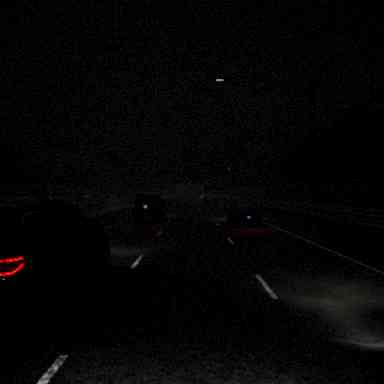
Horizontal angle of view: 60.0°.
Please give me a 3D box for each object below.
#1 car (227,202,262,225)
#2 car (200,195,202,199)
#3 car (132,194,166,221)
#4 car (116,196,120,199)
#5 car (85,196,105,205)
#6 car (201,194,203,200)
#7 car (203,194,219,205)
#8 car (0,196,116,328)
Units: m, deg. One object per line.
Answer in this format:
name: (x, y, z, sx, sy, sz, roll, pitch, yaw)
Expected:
car: (3.596, 1.438, 23.481, 1.882, 1.535, 5.008, 0, 0, 0)
car: (3.486, 1.419, 79.388, 1.837, 1.490, 4.892, 0, 0, 0)
car: (-3.405, 1.177, 27.004, 2.150, 2.045, 5.566, 0, 0, 0)
car: (-14.047, 1.401, 60.068, 1.882, 1.535, 5.008, 0, 0, 1)
car: (-17.535, 1.470, 60.394, 2.033, 1.411, 5.357, 0, 0, 1)
car: (3.488, 1.466, 68.386, 2.033, 1.411, 5.357, 0, 0, 0)
car: (3.490, 1.429, 57.413, 2.163, 1.488, 4.792, 0, 0, 0)
car: (-3.402, 1.207, 7.089, 2.150, 2.045, 5.566, 0, 0, 0)
